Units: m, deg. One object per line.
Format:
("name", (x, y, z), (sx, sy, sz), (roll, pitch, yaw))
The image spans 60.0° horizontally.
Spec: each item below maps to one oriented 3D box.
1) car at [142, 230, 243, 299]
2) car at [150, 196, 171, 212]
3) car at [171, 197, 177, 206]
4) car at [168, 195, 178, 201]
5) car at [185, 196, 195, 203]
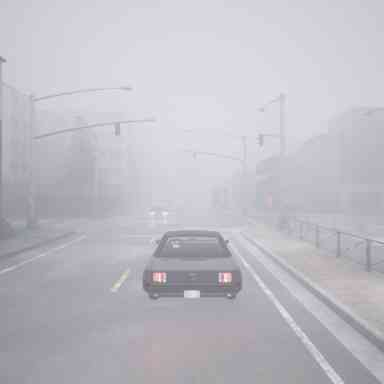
("car", (0.012, 1.601, 8.367), (1.895, 1.301, 4.718), (0, 0, 0))
("car", (-3.806, 1.526, 38.856), (1.812, 1.442, 4.674), (0, 0, -1))
("car", (-3.951, 1.505, 56.213), (1.837, 1.490, 4.892), (0, 0, 0))
("car", (-3.964, 1.210, 71.419), (1.895, 1.301, 4.718), (0, 0, 0))
("car", (-0.433, 1.491, 66.649), (2.128, 1.511, 4.902), (0, 0, 0))
